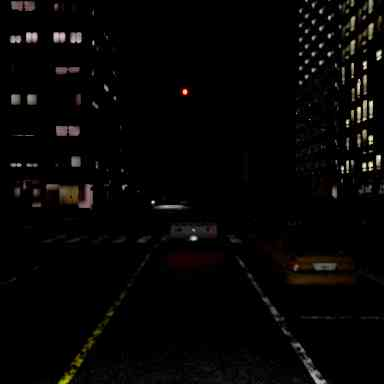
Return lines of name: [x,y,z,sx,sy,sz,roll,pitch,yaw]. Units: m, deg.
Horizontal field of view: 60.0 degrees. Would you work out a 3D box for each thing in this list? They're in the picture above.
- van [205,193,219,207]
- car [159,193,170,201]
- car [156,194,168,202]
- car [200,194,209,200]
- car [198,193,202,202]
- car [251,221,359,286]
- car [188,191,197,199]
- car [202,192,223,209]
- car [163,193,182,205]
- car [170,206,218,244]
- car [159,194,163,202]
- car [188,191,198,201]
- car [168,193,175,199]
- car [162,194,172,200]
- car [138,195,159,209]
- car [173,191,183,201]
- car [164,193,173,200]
van: [2.759,1.059,46.826,1.690,1.788,3.998,0,0,0]
car: [-5.586,1.048,68.946,1.967,1.590,4.097,0,0,0]
car: [-5.594,1.179,63.419,1.887,1.381,4.507,0,0,0]
car: [2.803,1.127,74.460,1.887,1.381,4.507,0,0,0]
car: [2.785,0.949,63.405,2.192,1.841,5.009,0,0,0]
car: [2.701,1.466,9.059,1.752,1.417,4.829,0,0,0]
car: [0.127,0.692,80.526,2.150,2.045,5.566,0,0,0]
car: [2.750,1.063,41.300,2.192,1.841,5.009,0,0,0]
car: [-3.005,1.294,51.483,1.895,1.301,4.718,0,0,0]
car: [0.088,1.515,15.214,1.895,1.301,4.718,0,0,0]
car: [-5.603,1.211,57.893,2.008,1.369,4.403,0,0,0]
car: [0.109,1.080,70.080,1.882,1.535,5.008,0,0,0]
car: [-5.551,1.033,90.883,1.752,1.417,4.829,0,0,0]
car: [-5.577,1.164,74.474,1.802,1.307,4.206,0,0,0]
car: [-5.628,1.298,41.314,2.008,1.369,4.403,0,0,0]
car: [-2.902,0.837,67.478,2.150,2.045,5.566,0,1,0]
car: [-5.569,0.996,79.999,1.967,1.590,4.097,0,0,0]
